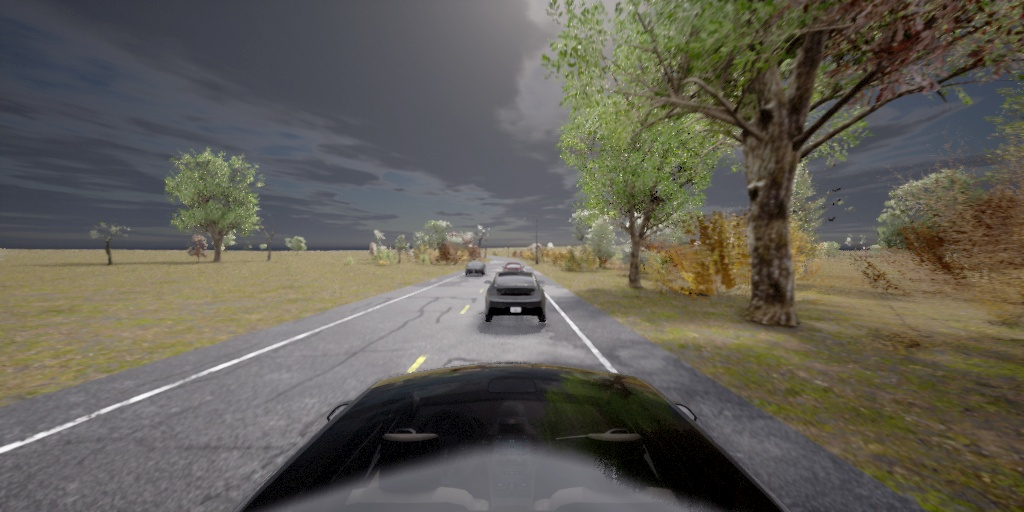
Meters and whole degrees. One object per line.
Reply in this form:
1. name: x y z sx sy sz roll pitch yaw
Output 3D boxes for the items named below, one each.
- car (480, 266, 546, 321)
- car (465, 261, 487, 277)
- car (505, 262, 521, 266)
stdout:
1. car: 0.093 1.255 12.436 1.837 1.490 4.892 0 0 0
2. car: -3.586 1.211 36.164 1.882 1.535 5.008 0 0 0
3. car: 0.107 1.265 30.406 1.812 1.442 4.674 0 0 0
